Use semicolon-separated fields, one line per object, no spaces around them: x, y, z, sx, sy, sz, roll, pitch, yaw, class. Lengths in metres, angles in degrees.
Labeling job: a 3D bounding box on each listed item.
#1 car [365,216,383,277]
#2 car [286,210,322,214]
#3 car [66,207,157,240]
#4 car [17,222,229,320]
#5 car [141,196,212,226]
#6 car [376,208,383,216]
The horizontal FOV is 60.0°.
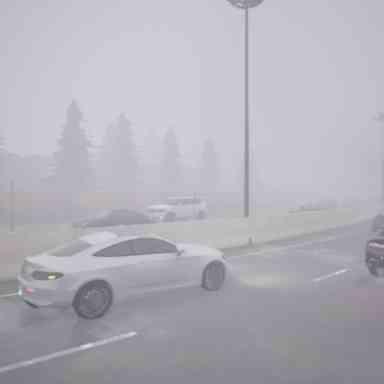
6.639;1.550;9.434;4.902;1.511;2.128;0;0;-41;car
9.599;1.766;27.758;1.895;1.301;4.718;0;0;39;car
-4.382;1.633;18.571;4.674;1.442;1.812;0;0;-40;car
-1.258;1.569;7.405;4.674;1.442;1.812;0;0;-38;car
-1.099;1.375;26.287;2.150;2.045;5.566;0;0;45;car
12.120;1.645;19.761;1.812;1.442;4.674;0;0;43;car
